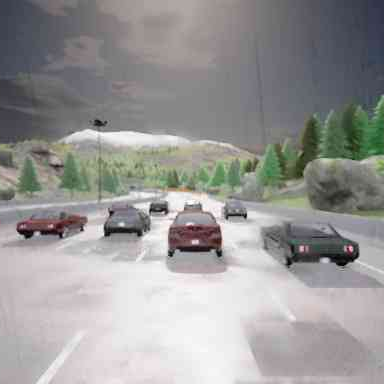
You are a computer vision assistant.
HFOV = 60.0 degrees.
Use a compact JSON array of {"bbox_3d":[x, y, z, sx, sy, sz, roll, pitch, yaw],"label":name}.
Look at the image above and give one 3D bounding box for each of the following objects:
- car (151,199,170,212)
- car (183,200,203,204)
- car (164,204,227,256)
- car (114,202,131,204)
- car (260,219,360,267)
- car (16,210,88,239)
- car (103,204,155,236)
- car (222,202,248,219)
[{"bbox_3d":[-3.388,1.548,35.436,1.882,1.535,5.008,0,-1,0],"label":"car"},{"bbox_3d":[0.112,1.550,34.112,2.128,1.511,4.902,0,-1,0],"label":"car"},{"bbox_3d":[0.105,1.445,13.073,1.882,1.535,5.008,0,0,0],"label":"car"},{"bbox_3d":[-6.889,1.652,33.173,1.895,1.301,4.718,0,0,0],"label":"car"},{"bbox_3d":[3.604,1.569,11.223,1.895,1.301,4.718,0,0,0],"label":"car"},{"bbox_3d":[-6.894,1.572,17.039,1.895,1.301,4.718,0,0,0],"label":"car"},{"bbox_3d":[-3.393,1.537,18.048,1.994,1.385,4.181,0,0,0],"label":"car"},{"bbox_3d":[3.610,1.567,28.876,2.033,1.411,5.357,0,0,0],"label":"car"}]
